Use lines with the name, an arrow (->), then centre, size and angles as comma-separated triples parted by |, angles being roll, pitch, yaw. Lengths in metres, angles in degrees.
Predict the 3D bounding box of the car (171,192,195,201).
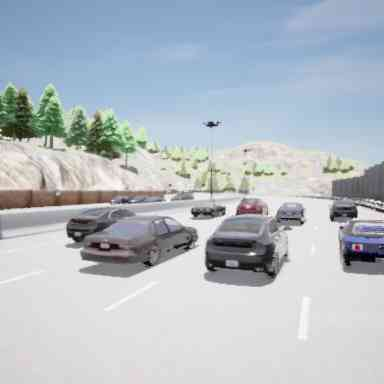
car -> -1.295, 1.041, 51.240 | 2.150, 2.045, 5.566 | 0, 0, 20

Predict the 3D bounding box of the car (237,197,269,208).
car -> 5.262, 1.242, 28.438 | 2.097, 1.767, 4.553 | 0, 0, 22

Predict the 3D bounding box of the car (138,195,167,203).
car -> -5.500, 1.373, 49.904 | 2.033, 1.411, 5.357 | 0, 0, 20

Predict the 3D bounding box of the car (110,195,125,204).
car -> -11.464, 1.312, 53.995 | 2.128, 1.511, 4.902 | 0, 0, 20

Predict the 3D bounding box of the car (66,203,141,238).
car -> -3.615, 1.450, 15.403 | 1.837, 1.490, 4.892 | 0, -1, 22

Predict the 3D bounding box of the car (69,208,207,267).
car -> -1.442, 1.508, 11.413 | 2.033, 1.411, 5.357 | 0, 0, 22

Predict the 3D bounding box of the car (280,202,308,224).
car -> 7.256, 1.452, 23.997 | 2.033, 1.411, 5.357 | 0, 0, 22

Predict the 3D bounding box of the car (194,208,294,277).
car -> 1.872, 1.466, 10.270 | 1.837, 1.490, 4.892 | 0, 0, 22

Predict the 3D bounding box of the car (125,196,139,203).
car -> -8.105, 1.311, 53.003 | 2.128, 1.511, 4.902 | 0, 0, 20

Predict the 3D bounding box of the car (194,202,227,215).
car -> 1.586, 1.495, 28.660 | 1.895, 1.301, 4.718 | 0, 0, 22

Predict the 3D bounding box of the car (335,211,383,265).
car -> 5.951, 1.554, 11.049 | 1.895, 1.301, 4.718 | 0, 0, 22

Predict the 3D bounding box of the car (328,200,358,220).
car -> 11.920, 1.398, 26.230 | 1.837, 1.490, 4.892 | 0, 1, 22
